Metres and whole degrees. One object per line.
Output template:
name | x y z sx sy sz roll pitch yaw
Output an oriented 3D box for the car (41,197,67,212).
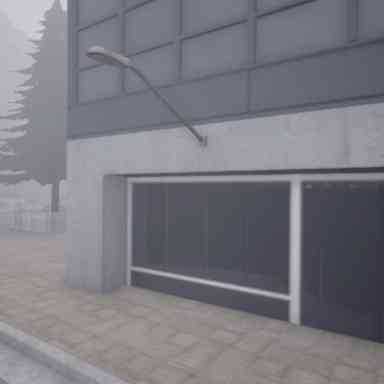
car | -12.214 1.185 32.589 1.882 1.535 5.008 1 0 34
